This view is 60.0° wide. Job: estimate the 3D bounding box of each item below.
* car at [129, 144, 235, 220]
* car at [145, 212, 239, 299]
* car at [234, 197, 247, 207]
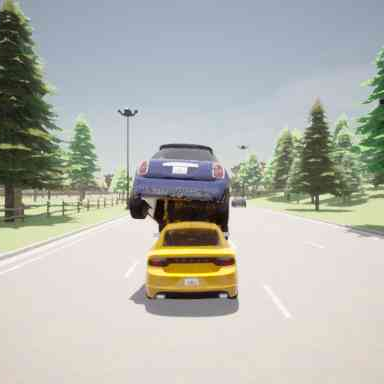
[{"bbox_3d":[-0.030,0.110,8.846,2.097,1.767,4.553,3,-14,7],"label":"car"},{"bbox_3d":[-0.005,1.491,8.474,1.882,1.535,5.008,-1,0,0],"label":"car"},{"bbox_3d":[6.993,1.491,49.919,2.128,1.511,4.902,0,0,0],"label":"car"}]
